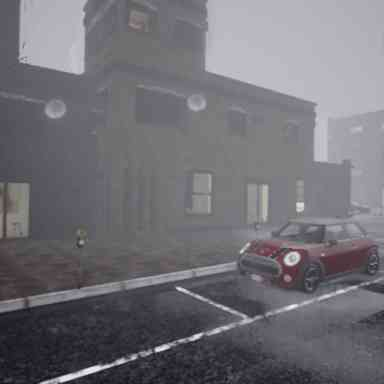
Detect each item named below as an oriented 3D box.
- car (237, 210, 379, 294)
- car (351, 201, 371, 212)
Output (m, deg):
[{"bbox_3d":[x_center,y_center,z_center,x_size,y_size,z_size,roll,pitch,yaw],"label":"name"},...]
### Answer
[{"bbox_3d":[3.113,1.438,8.760,4.097,1.590,1.967,0,1,-35],"label":"car"},{"bbox_3d":[16.423,1.602,34.991,1.887,1.381,4.507,1,-1,-35],"label":"car"}]
